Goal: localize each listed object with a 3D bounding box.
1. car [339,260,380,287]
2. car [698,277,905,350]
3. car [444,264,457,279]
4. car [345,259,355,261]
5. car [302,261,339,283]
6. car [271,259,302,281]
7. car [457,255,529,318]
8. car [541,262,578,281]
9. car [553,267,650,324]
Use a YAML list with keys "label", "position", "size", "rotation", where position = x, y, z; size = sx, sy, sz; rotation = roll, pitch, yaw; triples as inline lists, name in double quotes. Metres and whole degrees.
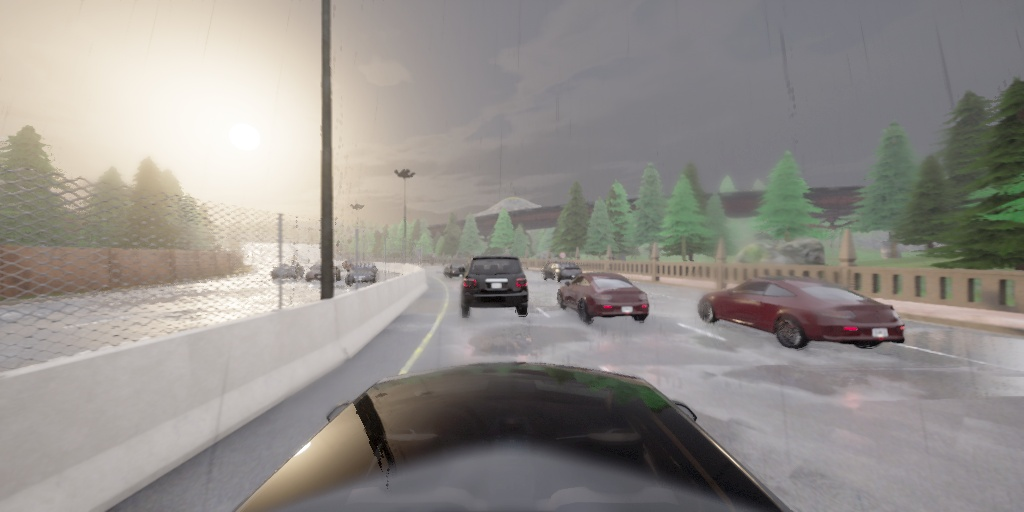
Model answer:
- label: "car"
  position: [-10.464, 1.276, 25.430]
  size: [2.128, 1.511, 4.902]
  rotation: [0, 0, -16]
- label: "car"
  position: [6.628, 1.246, 8.900]
  size: [1.812, 1.442, 4.674]
  rotation: [0, 0, -4]
- label: "car"
  position: [-4.971, 1.360, 32.279]
  size: [1.895, 1.301, 4.718]
  rotation: [0, 0, -18]
- label: "car"
  position: [-25.621, 1.190, 57.414]
  size: [2.097, 1.767, 4.553]
  rotation: [0, 0, -35]
- label: "car"
  position: [-15.125, 1.366, 28.895]
  size: [1.994, 1.385, 4.181]
  rotation: [0, 0, -19]
- label: "car"
  position: [-19.813, 1.312, 31.788]
  size: [2.128, 1.511, 4.902]
  rotation: [0, 0, -21]
- label: "car"
  position: [-0.766, 0.971, 13.273]
  size: [2.150, 2.045, 5.566]
  rotation: [0, 0, -7]
- label: "car"
  position: [3.703, 1.217, 27.184]
  size: [2.128, 1.511, 4.902]
  rotation: [0, 0, -14]
- label: "car"
  position: [2.839, 1.260, 11.863]
  size: [1.812, 1.442, 4.674]
  rotation: [0, 0, -6]
